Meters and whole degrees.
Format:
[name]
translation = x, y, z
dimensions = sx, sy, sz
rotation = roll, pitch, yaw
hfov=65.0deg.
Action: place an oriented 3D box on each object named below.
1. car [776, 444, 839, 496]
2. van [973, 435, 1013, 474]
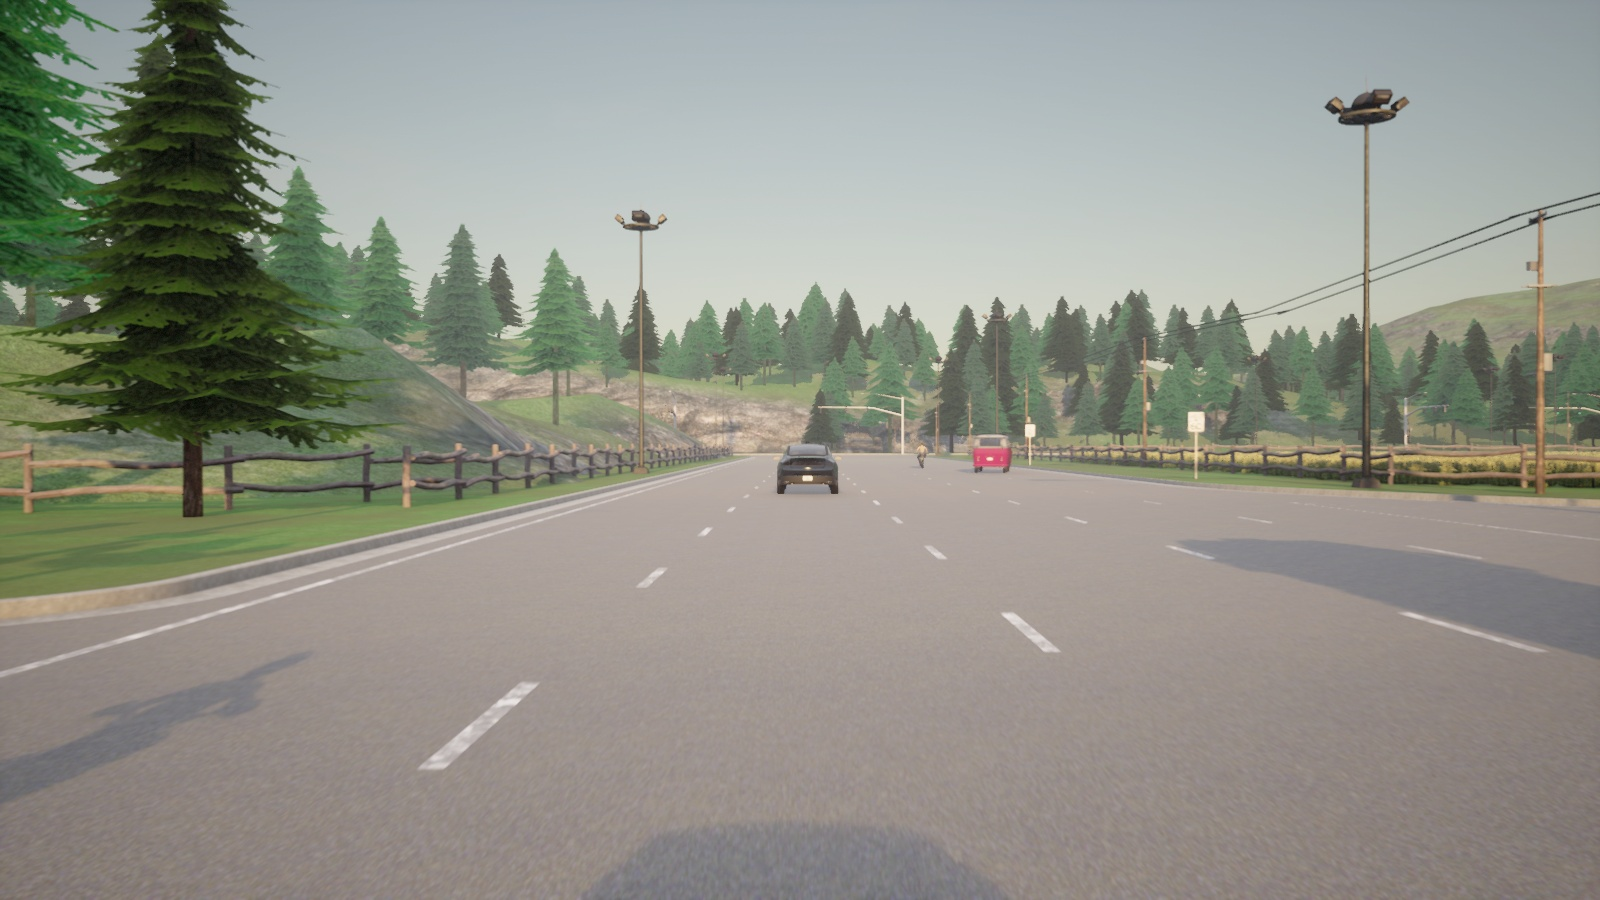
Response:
[car]
translation = 0.237, 0.575, 39.224
dimensions = 1.837, 1.490, 4.892
rotation = 0, 0, 0
[van]
translation = 10.179, 0.210, 66.047
dimensions = 1.775, 1.987, 4.442
rotation = 0, 0, 13
